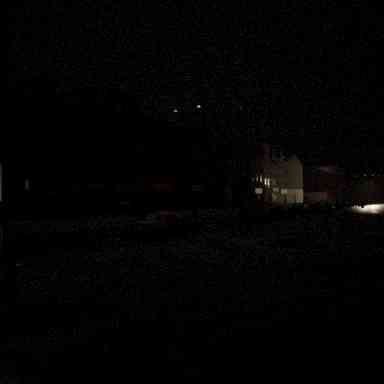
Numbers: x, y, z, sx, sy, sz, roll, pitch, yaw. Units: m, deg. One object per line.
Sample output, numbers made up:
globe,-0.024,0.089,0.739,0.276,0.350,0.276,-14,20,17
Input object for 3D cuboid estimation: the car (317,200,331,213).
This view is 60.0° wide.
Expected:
car,14.930,1.832,40.292,1.887,1.381,4.507,-1,-1,35

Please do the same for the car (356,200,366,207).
car,31.186,2.144,63.248,2.008,1.369,4.403,-1,-1,35

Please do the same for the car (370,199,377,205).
car,44.188,2.458,81.610,2.008,1.369,4.403,-2,-2,35

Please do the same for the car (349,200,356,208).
car,24.683,2.011,54.066,2.008,1.369,4.403,-1,-1,35

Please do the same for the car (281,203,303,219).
car,8.428,1.740,31.110,2.008,1.369,4.403,-1,-1,35

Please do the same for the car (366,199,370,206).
car,34.436,2.209,67.838,1.887,1.381,4.507,-1,-2,35

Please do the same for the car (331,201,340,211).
car,18.180,1.781,44.885,1.967,1.590,4.097,-1,-1,35

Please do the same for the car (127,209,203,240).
car,-1.227,1.595,17.476,1.752,1.417,4.829,-1,-1,35

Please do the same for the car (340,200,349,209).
car,21.432,1.949,49.475,2.008,1.369,4.403,-1,-1,35

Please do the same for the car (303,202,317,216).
car,11.679,1.818,35.701,1.802,1.307,4.206,-1,-1,35

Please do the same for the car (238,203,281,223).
car,5.177,1.712,26.519,1.947,1.339,4.313,-1,-1,35
